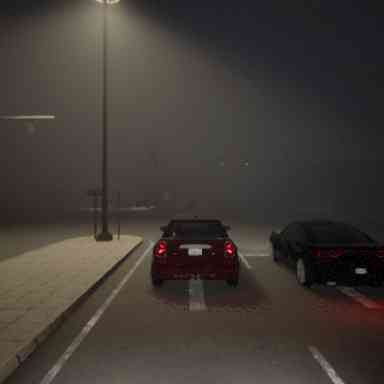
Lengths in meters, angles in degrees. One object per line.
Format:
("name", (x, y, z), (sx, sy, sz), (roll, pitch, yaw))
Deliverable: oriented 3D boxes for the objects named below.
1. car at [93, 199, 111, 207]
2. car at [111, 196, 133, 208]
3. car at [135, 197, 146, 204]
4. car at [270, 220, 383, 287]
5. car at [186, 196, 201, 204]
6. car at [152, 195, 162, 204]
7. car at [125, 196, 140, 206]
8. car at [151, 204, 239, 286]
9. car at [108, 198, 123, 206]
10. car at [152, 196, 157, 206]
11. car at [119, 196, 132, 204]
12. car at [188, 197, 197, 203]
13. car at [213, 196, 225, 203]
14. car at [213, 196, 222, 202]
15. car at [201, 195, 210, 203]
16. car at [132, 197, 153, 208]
("car", (-15.050, 1.890, 55.682), (1.994, 1.385, 4.181), (0, 0, 0))
("car", (-11.552, 1.802, 55.494), (1.882, 1.535, 5.008), (0, 0, 0))
("car", (-11.474, 1.960, 74.449), (1.812, 1.442, 4.674), (0, 0, 0))
("car", (3.587, 1.534, 9.515), (1.882, 1.535, 5.008), (0, 0, 0))
("car", (0.018, 1.784, 52.301), (1.882, 1.535, 5.008), (0, 0, 0))
("car", (-7.974, 1.658, 74.012), (2.150, 2.045, 5.566), (0, 0, 0))
("car", (-11.495, 1.730, 64.531), (2.097, 1.767, 4.553), (0, 0, 0))
("car", (0.085, 1.409, 9.753), (2.097, 1.767, 4.553), (0, 0, 0))
("car", (-14.977, 1.947, 65.378), (1.994, 1.385, 4.181), (0, 0, 0))
("car", (-8.006, 1.972, 63.439), (1.895, 1.301, 4.718), (0, 0, 1))
("car", (-14.973, 1.796, 75.368), (2.097, 1.767, 4.553), (0, 0, 0))
("car", (0.029, 2.002, 82.911), (2.128, 1.511, 4.902), (0, 0, 0))
("car", (7.030, 1.836, 83.296), (2.097, 1.767, 4.553), (0, 0, 0))
("car", (7.033, 1.966, 93.329), (2.033, 1.411, 5.357), (0, 0, 0))
("car", (3.530, 2.033, 83.326), (1.994, 1.385, 4.181), (0, 0, 0))
("car", (-8.058, 1.884, 54.685), (1.994, 1.385, 4.181), (0, 0, 0))
